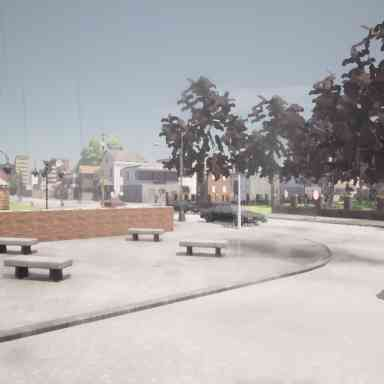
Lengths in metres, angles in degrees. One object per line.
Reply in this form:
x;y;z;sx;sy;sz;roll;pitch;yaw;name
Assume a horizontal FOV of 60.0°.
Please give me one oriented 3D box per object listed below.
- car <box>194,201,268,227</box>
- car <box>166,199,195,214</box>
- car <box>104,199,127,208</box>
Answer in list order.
2.719;1.547;23.114;2.033;1.411;5.357;0;0;-35;car
-1.065;1.505;35.651;1.837;1.490;4.892;0;0;-36;car
-9.446;1.525;40.338;1.812;1.442;4.674;0;0;-35;car
